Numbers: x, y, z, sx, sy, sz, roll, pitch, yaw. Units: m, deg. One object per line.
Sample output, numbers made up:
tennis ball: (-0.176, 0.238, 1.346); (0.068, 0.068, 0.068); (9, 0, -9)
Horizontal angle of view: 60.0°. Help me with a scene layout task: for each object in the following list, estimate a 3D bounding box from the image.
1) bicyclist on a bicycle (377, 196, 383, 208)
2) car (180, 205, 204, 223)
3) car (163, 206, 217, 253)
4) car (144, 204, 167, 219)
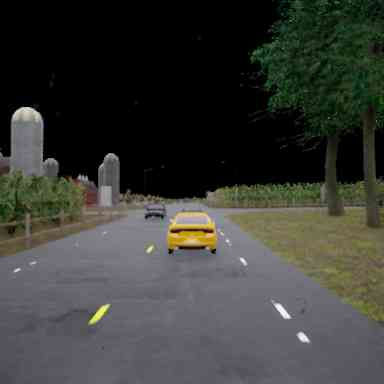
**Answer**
bicyclist on a bicycle: (24.282, 1.333, 43.212); (0.582, 1.620, 1.656); (-1, -1, 0)
car: (0.012, 1.900, 29.126); (1.895, 1.301, 4.718); (0, -1, 0)
car: (0.012, 1.622, 14.498); (1.882, 1.535, 5.008); (0, 0, 0)
car: (-3.491, 1.886, 32.772); (2.033, 1.411, 5.357); (0, -1, 0)
